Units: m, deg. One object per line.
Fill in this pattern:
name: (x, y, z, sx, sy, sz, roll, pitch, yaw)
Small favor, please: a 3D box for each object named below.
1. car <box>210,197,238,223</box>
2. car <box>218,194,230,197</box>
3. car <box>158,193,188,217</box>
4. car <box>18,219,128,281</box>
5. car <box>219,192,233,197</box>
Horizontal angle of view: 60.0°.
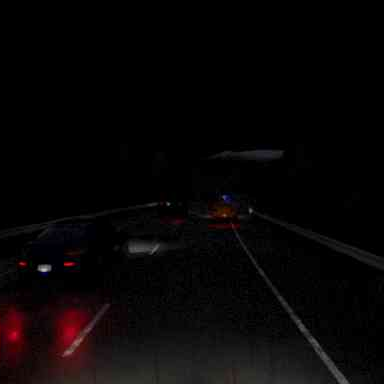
car: (2.401, 1.398, 24.898, 1.882, 1.535, 5.008, 0, 0, 5)
car: (3.433, 1.353, 43.146, 2.128, 1.511, 4.902, 0, 0, 10)
car: (-1.655, 1.119, 30.318, 2.150, 2.045, 5.566, 0, 0, 6)
car: (-3.159, 1.490, 9.609, 1.812, 1.442, 4.674, 0, 0, 2)
car: (5.531, 1.045, 54.926, 2.150, 2.045, 5.566, 0, 0, 11)
